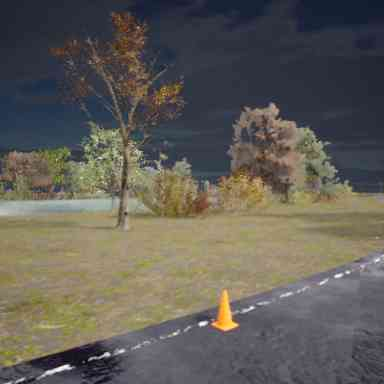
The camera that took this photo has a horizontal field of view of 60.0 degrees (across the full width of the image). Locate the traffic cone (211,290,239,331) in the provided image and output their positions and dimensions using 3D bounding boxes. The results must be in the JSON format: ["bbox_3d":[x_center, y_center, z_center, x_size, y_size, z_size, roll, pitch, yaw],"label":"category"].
[{"bbox_3d":[0.564,1.973,5.654,0.340,0.580,0.340,0,0,-39],"label":"traffic cone"}]
